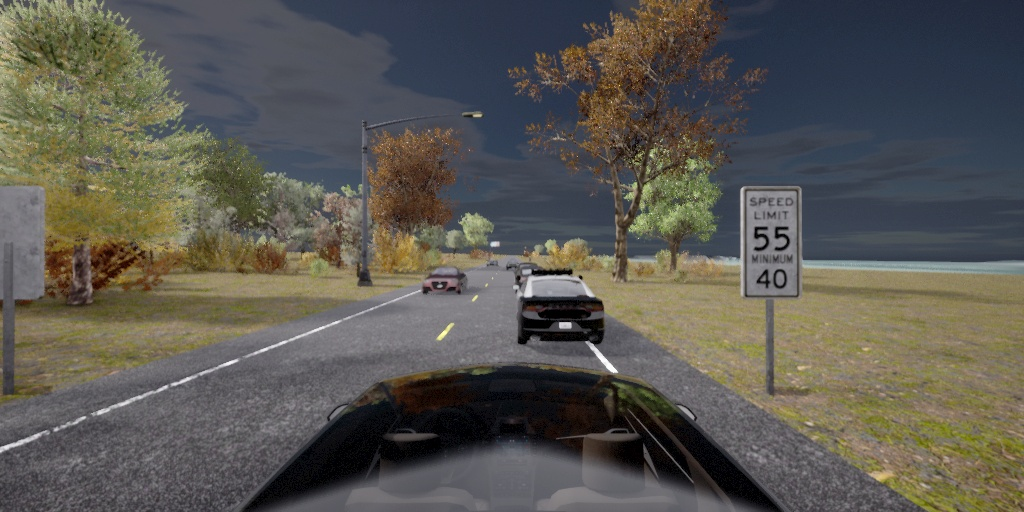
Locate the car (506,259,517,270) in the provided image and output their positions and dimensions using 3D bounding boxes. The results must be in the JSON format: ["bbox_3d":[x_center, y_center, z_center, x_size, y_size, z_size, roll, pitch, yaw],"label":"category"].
[{"bbox_3d":[0.160,1.289,49.589,1.895,1.301,4.718,0,0,1],"label":"car"}]

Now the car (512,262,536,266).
[{"bbox_3d":[1.076,1.255,19.559,1.812,1.442,4.674,0,0,0],"label":"car"}]

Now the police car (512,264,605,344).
[{"bbox_3d":[1.057,1.167,9.674,1.930,1.638,5.238,0,0,0],"label":"police car"}]

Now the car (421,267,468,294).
[{"bbox_3d":[-3.570,1.293,19.696,1.994,1.385,4.181,0,0,0],"label":"car"}]

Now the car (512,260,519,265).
[{"bbox_3d":[1.096,1.227,25.558,1.837,1.490,4.892,0,0,0],"label":"car"}]

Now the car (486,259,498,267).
[{"bbox_3d":[-3.402,1.230,62.413,1.994,1.385,4.181,0,0,1],"label":"car"}]
